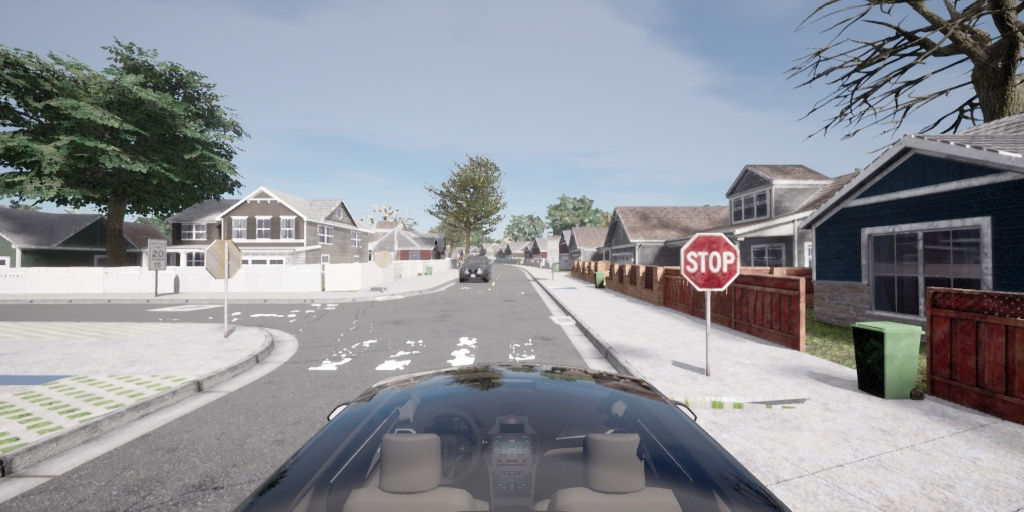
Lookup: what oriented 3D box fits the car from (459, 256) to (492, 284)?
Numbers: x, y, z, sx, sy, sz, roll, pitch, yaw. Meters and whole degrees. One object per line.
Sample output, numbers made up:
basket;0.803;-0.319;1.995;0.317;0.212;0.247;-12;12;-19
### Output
car;-2.705;1.019;27.657;2.150;2.045;5.566;0;0;0
